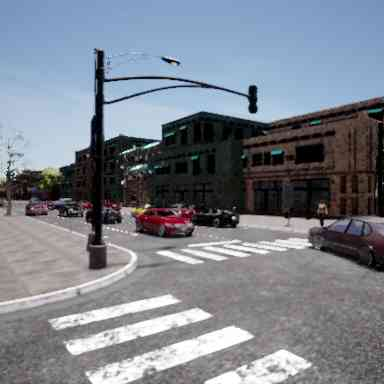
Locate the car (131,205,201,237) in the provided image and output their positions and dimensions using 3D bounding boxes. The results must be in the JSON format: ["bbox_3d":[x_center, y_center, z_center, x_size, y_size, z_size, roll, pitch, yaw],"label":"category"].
[{"bbox_3d":[-1.698,1.675,19.058,1.812,1.442,4.674,1,-1,-33],"label":"car"}]

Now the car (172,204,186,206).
[{"bbox_3d":[-1.430,1.767,29.010,1.967,1.590,4.097,0,-1,-34],"label":"car"}]

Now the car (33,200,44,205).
[{"bbox_3d":[-38.851,2.694,84.072,1.802,1.307,4.206,0,-1,-34],"label":"car"}]

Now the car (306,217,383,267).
[{"bbox_3d":[5.960,1.553,11.449,2.033,1.411,5.357,0,0,-7],"label":"car"}]

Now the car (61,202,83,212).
[{"bbox_3d":[-17.346,2.181,47.825,1.895,1.301,4.718,1,-1,-34],"label":"car"}]

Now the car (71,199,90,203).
[{"bbox_3d":[-17.022,2.095,51.953,1.967,1.590,4.097,0,-1,-34],"label":"car"}]

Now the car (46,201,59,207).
[{"bbox_3d":[-29.496,2.498,70.306,1.802,1.307,4.206,0,-1,-34],"label":"car"}]

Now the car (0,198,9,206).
[{"bbox_3d":[-42.663,2.244,74.776,2.192,1.841,5.009,0,-1,-34],"label":"car"}]

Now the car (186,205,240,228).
[{"bbox_3d":[1.688,1.827,24.419,1.947,1.339,4.313,0,-1,-34],"label":"car"}]

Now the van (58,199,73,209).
[{"bbox_3d":[-23.259,2.127,61.131,1.690,1.788,3.998,0,-1,-34],"label":"van"}]

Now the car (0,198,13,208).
[{"bbox_3d":[-36.425,2.349,65.596,2.008,1.369,4.403,0,-1,-34],"label":"car"}]

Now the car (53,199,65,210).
[{"bbox_3d":[-22.897,2.244,56.003,2.033,1.411,5.357,1,-1,-34],"label":"car"}]

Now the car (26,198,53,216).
[{"bbox_3d":[-17.715,1.846,38.065,1.967,1.590,4.097,0,-1,-34],"label":"car"}]

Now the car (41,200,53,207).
[{"bbox_3d":[-32.614,2.564,74.895,1.802,1.307,4.206,0,-1,-34],"label":"car"}]

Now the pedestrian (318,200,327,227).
[{"bbox_3d":[7.973,1.363,20.426,0.375,1.860,0.375,0,0,-34],"label":"pedestrian"}]

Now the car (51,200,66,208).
[{"bbox_3d":[-26.377,2.396,65.718,1.887,1.381,4.507,0,-1,-34],"label":"car"}]

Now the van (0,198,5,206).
[{"bbox_3d":[-45.782,2.335,79.364,1.690,1.788,3.998,0,-1,-34],"label":"van"}]

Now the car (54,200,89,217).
[{"bbox_3d":[-13.061,1.895,35.841,1.837,1.490,4.892,1,-1,-34],"label":"car"}]

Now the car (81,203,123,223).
[{"bbox_3d":[-7.266,1.832,27.307,1.994,1.385,4.181,1,-1,-34],"label":"car"}]

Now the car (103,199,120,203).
[{"bbox_3d":[-10.786,1.839,42.777,2.192,1.841,5.009,0,-1,-34],"label":"car"}]
